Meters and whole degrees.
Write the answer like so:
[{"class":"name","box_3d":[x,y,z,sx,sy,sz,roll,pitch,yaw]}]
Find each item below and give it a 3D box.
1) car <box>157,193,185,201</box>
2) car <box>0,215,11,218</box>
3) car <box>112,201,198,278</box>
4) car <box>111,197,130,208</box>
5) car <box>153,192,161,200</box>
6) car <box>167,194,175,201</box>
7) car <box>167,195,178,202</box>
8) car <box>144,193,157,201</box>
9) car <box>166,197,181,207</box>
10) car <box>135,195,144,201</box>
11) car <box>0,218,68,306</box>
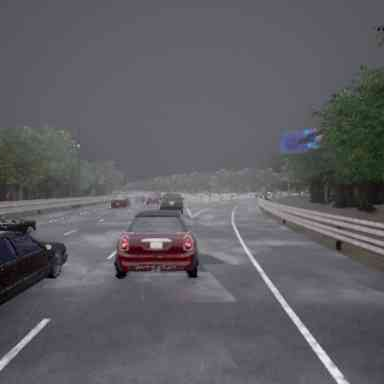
[{"class":"car","box_3d":[-1.901,1.134,32.081,2.150,2.045,5.566,0,0,-2]},{"class":"car","box_3d":[-8.080,1.545,13.340,1.895,1.301,4.718,0,0,-2]},{"class":"car","box_3d":[-0.968,1.325,10.286,2.097,1.767,4.553,0,0,-3]},{"class":"car","box_3d":[-9.316,1.346,43.688,1.882,1.535,5.008,0,0,-3]},{"class":"car","box_3d":[-9.353,1.157,89.443,2.150,2.045,5.566,0,0,-6]},{"class":"car","box_3d":[-5.445,1.283,85.601,2.097,1.767,4.553,0,0,-6]},{"class":"car","box_3d":[-4.207,1.427,71.797,2.128,1.511,4.902,0,0,-5]},{"class":"car","box_3d":[-6.532,1.226,56.924,2.097,1.767,4.553,0,0,-4]},{"class":"car","box_3d":[-2.674,1.431,48.968,2.033,1.411,5.357,0,0,-3]},{"class":"car","box_3d":[-10.806,1.430,69.505,2.033,1.411,5.357,0,0,-5]},{"class":"car","box_3d":[-4.308,1.521,6.854,2.033,1.411,5.357,0,0,-2]}]
